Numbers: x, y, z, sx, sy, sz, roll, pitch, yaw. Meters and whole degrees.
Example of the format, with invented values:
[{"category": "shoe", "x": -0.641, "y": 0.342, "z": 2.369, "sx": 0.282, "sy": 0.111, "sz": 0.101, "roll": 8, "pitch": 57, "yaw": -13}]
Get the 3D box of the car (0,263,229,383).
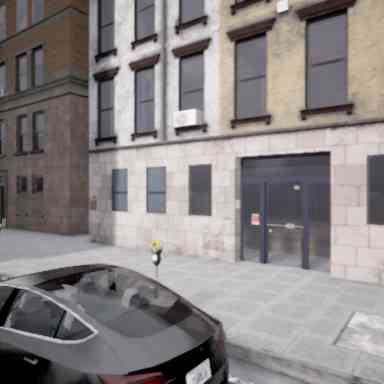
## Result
[{"category": "car", "x": -1.634, "y": 1.558, "z": 3.977, "sx": 4.313, "sy": 1.339, "sz": 1.947, "roll": 0, "pitch": 0, "yaw": 36}]
